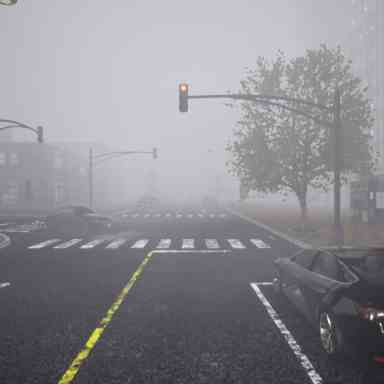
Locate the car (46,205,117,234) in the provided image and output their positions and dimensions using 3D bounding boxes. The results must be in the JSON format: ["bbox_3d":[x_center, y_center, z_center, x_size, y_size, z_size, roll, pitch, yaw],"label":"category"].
[{"bbox_3d":[-6.474,1.519,19.230,4.674,1.442,1.812,0,-1,31],"label":"car"}]

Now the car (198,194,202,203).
[{"bbox_3d":[2.607,1.556,60.427,2.008,1.369,4.403,0,0,0],"label":"car"}]

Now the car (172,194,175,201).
[{"bbox_3d":[-5.806,1.559,82.616,2.008,1.369,4.403,0,0,0],"label":"car"}]

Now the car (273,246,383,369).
[{"bbox_3d":[2.687,1.566,5.744,1.947,1.339,4.313,0,0,0],"label":"car"}]

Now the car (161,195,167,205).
[{"bbox_3d":[-5.765,1.555,54.861,2.008,1.369,4.403,0,0,0],"label":"car"}]

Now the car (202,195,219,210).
[{"bbox_3d":[2.631,1.528,43.943,1.752,1.417,4.829,0,0,0],"label":"car"}]

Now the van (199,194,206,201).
[{"bbox_3d":[2.576,1.349,82.631,1.690,1.788,3.998,0,0,0],"label":"van"}]

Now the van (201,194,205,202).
[{"bbox_3d":[2.624,1.345,49.325,1.690,1.788,3.998,0,0,0],"label":"van"}]

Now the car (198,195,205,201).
[{"bbox_3d":[2.567,1.534,88.352,1.752,1.417,4.829,0,0,0],"label":"car"}]

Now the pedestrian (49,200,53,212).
[{"bbox_3d":[-12.792,1.319,30.201,0.375,1.300,0.375,0,-1,-1],"label":"pedestrian"}]

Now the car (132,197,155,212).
[{"bbox_3d":[-5.741,1.584,38.208,1.802,1.307,4.206,0,0,0],"label":"car"}]

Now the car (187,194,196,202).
[{"bbox_3d":[-0.113,1.363,79.430,2.097,1.767,4.553,0,0,0],"label":"car"}]

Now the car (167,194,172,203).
[{"bbox_3d":[-5.789,1.532,71.344,1.752,1.417,4.829,0,0,0],"label":"car"}]

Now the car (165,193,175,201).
[{"bbox_3d":[-5.813,1.324,88.167,2.192,1.841,5.009,0,0,0],"label":"car"}]

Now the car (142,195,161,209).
[{"bbox_3d":[-5.748,1.318,43.759,2.192,1.841,5.009,0,0,0],"label":"car"}]

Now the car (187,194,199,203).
[{"bbox_3d":[-0.008,1.570,69.511,1.994,1.385,4.181,0,0,0],"label":"car"}]
